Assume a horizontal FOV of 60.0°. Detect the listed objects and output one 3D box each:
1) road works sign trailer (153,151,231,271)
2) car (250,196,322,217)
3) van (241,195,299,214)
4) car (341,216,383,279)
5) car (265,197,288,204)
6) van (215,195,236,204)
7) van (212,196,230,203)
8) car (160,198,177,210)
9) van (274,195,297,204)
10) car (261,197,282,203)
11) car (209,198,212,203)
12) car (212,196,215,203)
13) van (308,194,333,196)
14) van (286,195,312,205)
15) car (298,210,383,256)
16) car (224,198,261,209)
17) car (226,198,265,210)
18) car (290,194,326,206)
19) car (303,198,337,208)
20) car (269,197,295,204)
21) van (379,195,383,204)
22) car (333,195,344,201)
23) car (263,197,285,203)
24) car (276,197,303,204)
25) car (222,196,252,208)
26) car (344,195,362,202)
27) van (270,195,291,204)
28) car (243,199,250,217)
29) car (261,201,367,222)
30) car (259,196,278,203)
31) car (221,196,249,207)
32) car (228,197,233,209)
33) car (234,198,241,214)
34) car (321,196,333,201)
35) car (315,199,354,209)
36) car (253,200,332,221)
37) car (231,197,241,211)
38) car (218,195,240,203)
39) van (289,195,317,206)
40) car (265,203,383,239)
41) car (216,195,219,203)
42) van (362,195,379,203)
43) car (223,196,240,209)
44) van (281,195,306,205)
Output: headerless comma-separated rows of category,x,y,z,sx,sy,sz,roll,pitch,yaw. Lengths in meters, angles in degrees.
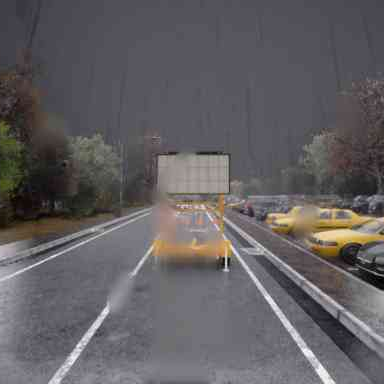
road works sign trailer,0.052,0.483,10.952,2.380,3.560,2.880,0,0,3
car,7.033,1.409,25.291,4.553,1.767,2.185,0,0,0
van,7.158,1.335,30.841,4.442,1.987,1.878,0,0,0
car,6.888,1.553,8.643,4.892,1.521,2.231,0,0,0
car,20.475,2.025,80.512,4.892,1.521,2.231,0,-1,0
van,7.226,1.631,72.467,4.442,1.987,1.878,0,-1,0
van,7.559,1.928,86.343,4.442,1.987,1.878,0,-1,0
car,-3.131,1.642,44.913,1.837,1.490,4.892,0,0,0
van,20.304,1.620,72.210,4.442,1.987,1.878,0,-1,0
car,20.516,2.145,86.177,5.008,1.535,2.097,0,-1,0
car,7.428,2.094,83.563,5.008,1.535,2.097,0,-1,0
car,7.331,1.502,66.931,5.566,2.045,2.435,0,0,0
van,20.378,1.431,50.190,4.442,1.987,1.878,0,0,0
van,20.477,1.504,63.915,4.442,1.987,1.878,0,0,0
car,6.716,1.540,11.420,5.366,1.575,1.946,0,0,0
car,7.156,1.651,47.497,4.892,1.521,2.231,0,0,0
car,7.148,1.636,44.721,4.892,1.521,2.231,0,0,0
car,20.293,1.450,58.501,5.566,2.045,2.435,0,0,0
car,20.279,1.711,52.833,4.674,1.452,2.002,0,0,0
car,20.256,1.902,74.973,5.366,1.575,1.946,0,-1,0
van,20.237,1.328,30.674,4.442,1.987,1.878,0,0,0
car,20.153,1.346,38.985,5.566,2.045,2.435,0,0,0
car,20.496,2.083,83.282,5.008,1.535,2.097,0,-1,0
car,20.406,1.786,69.435,5.008,1.535,2.097,0,-1,0
car,7.171,1.554,53.050,4.553,1.767,2.185,0,0,0
car,20.132,1.332,36.214,5.566,2.045,2.435,0,0,0
van,20.578,1.738,77.747,4.442,1.987,1.878,0,-1,0
car,7.051,1.576,28.064,4.792,1.488,2.163,0,0,0
car,7.147,1.520,19.743,5.366,1.575,1.946,0,0,0
car,20.509,2.076,88.825,4.553,1.767,2.185,0,-1,0
car,7.191,1.568,55.826,4.553,1.767,2.185,0,0,0
car,7.073,1.635,39.169,4.792,1.488,2.163,0,0,0
car,7.033,1.605,33.617,4.792,1.488,2.163,0,0,0
car,20.215,1.627,44.524,5.008,1.535,2.097,0,0,0
car,20.244,1.683,47.419,4.674,1.452,2.002,0,0,0
car,6.976,1.527,22.511,4.892,1.521,2.231,0,0,0
car,7.053,1.620,36.393,4.792,1.488,2.163,0,0,0
car,6.997,1.662,50.274,5.366,1.575,1.946,0,0,0
van,20.458,1.490,61.270,4.442,1.987,1.878,0,0,0
car,6.757,1.523,17.093,5.366,1.575,1.946,0,0,0
car,7.237,1.709,58.601,5.008,1.535,2.097,0,0,0
van,20.024,1.342,33.446,4.442,1.987,1.878,0,0,0
car,6.937,1.617,41.946,5.366,1.575,1.946,0,0,0
van,20.265,1.520,66.820,4.442,1.987,1.878,0,-1,0
